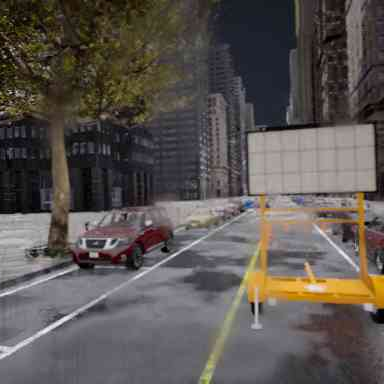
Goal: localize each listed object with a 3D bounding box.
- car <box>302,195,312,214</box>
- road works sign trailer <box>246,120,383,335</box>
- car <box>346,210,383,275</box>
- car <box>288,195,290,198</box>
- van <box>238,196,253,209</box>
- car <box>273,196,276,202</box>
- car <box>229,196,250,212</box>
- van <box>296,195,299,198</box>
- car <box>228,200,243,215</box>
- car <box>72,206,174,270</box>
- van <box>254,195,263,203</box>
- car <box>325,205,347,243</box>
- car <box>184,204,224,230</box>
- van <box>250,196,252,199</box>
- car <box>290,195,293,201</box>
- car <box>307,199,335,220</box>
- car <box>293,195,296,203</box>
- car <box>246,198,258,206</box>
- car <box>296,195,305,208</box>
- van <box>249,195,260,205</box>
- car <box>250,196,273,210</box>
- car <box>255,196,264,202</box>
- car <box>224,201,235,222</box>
[{"bbox_3d":[11.957,1.361,31.687,1.967,1.590,4.097,-2,-1,15],"label":"car"},{"bbox_3d":[2.356,0.452,6.666,2.380,3.560,2.880,-2,-1,15],"label":"road works sign trailer"},{"bbox_3d":[6.073,1.342,9.752,1.967,1.590,4.097,-2,-1,15],"label":"car"},{"bbox_3d":[25.193,1.294,81.041,2.192,1.841,5.009,-2,-1,15],"label":"car"},{"bbox_3d":[8.135,1.548,50.338,1.690,1.788,3.998,-2,-1,15],"label":"van"},{"bbox_3d":[20.124,1.515,84.362,2.097,1.767,4.553,-2,0,15],"label":"car"},{"bbox_3d":[5.192,1.511,39.371,2.192,1.841,5.009,-2,-1,15],"label":"car"},{"bbox_3d":[16.367,1.278,48.140,1.690,1.788,3.998,-2,-1,15],"label":"van"},{"bbox_3d":[3.729,1.773,33.885,1.802,1.307,4.206,-2,-1,15],"label":"car"},{"bbox_3d":[-2.163,1.487,11.953,2.192,1.841,5.009,-2,-1,15],"label":"car"},{"bbox_3d":[15.490,1.583,77.756,1.690,1.788,3.998,-2,-1,15],"label":"van"},{"bbox_3d":[7.548,1.472,15.235,1.947,1.339,4.313,-2,-1,15],"label":"car"},{"bbox_3d":[0.742,1.706,22.754,1.752,1.417,4.829,-2,-1,15],"label":"car"},{"bbox_3d":[6.664,1.543,44.854,1.690,1.788,3.998,-2,-1,15],"label":"van"},{"bbox_3d":[22.255,1.404,70.073,1.967,1.590,4.097,-2,-1,15],"label":"car"},{"bbox_3d":[10.490,1.466,26.202,2.008,1.369,4.403,-2,-1,15],"label":"car"},{"bbox_3d":[17.845,1.488,53.621,1.887,1.381,4.507,-2,-1,15],"label":"car"},{"bbox_3d":[11.085,1.802,61.302,1.802,1.307,4.206,-2,-1,15],"label":"car"},{"bbox_3d":[14.903,1.482,42.654,2.008,1.369,4.403,-2,-1,15],"label":"car"},{"bbox_3d":[12.548,1.568,66.789,1.690,1.788,3.998,-2,-1,15],"label":"van"},{"bbox_3d":[9.321,1.593,44.270,1.882,1.535,5.008,-2,-1,15],"label":"car"},{"bbox_3d":[16.923,1.775,83.073,1.752,1.417,4.829,-2,-1,15],"label":"car"},{"bbox_3d":[2.259,1.768,28.401,1.802,1.307,4.206,-2,-1,15],"label":"car"}]
